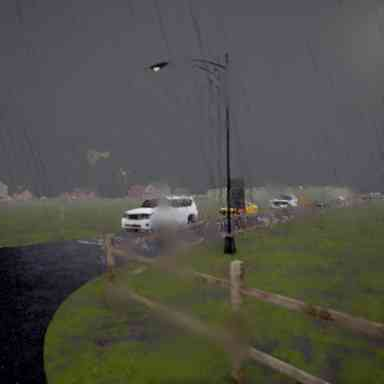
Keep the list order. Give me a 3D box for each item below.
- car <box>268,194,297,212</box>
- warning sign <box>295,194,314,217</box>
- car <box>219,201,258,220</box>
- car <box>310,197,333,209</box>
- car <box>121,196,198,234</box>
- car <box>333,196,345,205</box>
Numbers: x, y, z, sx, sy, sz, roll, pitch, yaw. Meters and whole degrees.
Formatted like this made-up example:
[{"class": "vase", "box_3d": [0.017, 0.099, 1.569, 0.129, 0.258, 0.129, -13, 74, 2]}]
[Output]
[{"class": "car", "box_3d": [11.108, 1.263, 40.370, 2.150, 2.045, 5.566, -1, 0, 32]}, {"class": "warning sign", "box_3d": [9.398, 1.100, 27.753, 1.300, 1.860, 1.060, -1, -1, 32]}, {"class": "car", "box_3d": [4.153, 1.534, 29.350, 1.882, 1.535, 5.008, -1, 0, 32]}, {"class": "car", "box_3d": [17.065, 1.599, 44.331, 1.895, 1.301, 4.718, -1, -1, 32]}, {"class": "car", "box_3d": [-1.729, 1.301, 20.017, 2.150, 2.045, 5.566, -1, -1, 32]}, {"class": "car", "box_3d": [24.381, 1.474, 55.943, 1.882, 1.535, 5.008, -1, 0, 32]}]
